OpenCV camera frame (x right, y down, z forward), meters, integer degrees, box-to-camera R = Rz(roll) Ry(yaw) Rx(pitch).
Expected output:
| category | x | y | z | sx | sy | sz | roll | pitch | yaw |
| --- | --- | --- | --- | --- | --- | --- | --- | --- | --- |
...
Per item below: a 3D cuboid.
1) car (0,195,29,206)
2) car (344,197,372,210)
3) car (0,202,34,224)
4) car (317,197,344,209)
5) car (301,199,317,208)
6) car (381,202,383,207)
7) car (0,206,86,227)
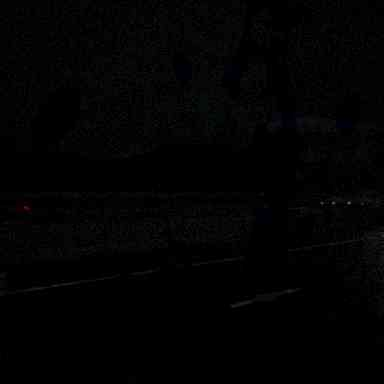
| category | x | y | z | sx | sy | sz | roll | pitch | yaw |
| --- | --- | --- | --- | --- | --- | --- | --- | --- | --- |
| car | -13.039 | 1.224 | 20.487 | 5.566 | 2.045 | 2.150 | 0 | 0 | -36 |
| car | 23.405 | 1.557 | 46.413 | 2.097 | 1.767 | 4.553 | 0 | 0 | 42 |
| car | -14.264 | 1.500 | 23.919 | 4.902 | 1.511 | 2.128 | 0 | 0 | -36 |
| car | 20.503 | 1.552 | 48.403 | 2.097 | 1.767 | 4.553 | 0 | 0 | 43 |
| car | 18.518 | 1.763 | 51.414 | 1.994 | 1.385 | 4.181 | 0 | 0 | 42 |
| car | 27.304 | 1.708 | 45.460 | 2.128 | 1.511 | 4.902 | 0 | 0 | 42 |
| car | -7.248 | 1.578 | 16.029 | 4.181 | 1.385 | 1.994 | 0 | 0 | -36 |
